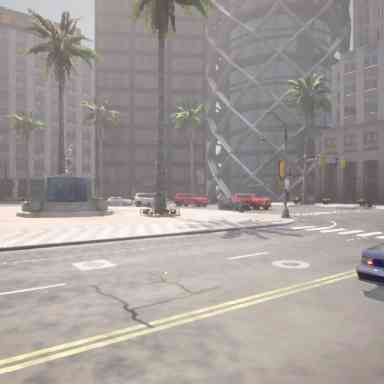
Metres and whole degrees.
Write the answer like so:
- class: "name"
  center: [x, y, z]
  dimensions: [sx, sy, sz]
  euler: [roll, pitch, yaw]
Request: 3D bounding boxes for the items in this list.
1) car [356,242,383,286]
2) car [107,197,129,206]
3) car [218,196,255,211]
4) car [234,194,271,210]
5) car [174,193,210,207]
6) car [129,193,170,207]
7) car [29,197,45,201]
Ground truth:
- class: "car"
  center: [6.197, 1.547, 8.193]
  dimensions: [5.357, 1.411, 2.033]
  euler: [0, 0, -35]
- class: "car"
  center: [-12.040, 1.526, 54.824]
  dimensions: [4.674, 1.442, 1.812]
  euler: [0, 0, 10]
- class: "car"
  center: [5.098, 1.564, 40.692]
  dimensions: [1.994, 1.385, 4.181]
  euler: [0, 0, -39]
- class: "car"
  center: [7.629, 1.221, 43.192]
  dimensions: [2.150, 2.045, 5.566]
  euler: [0, 0, -38]
- class: "car"
  center: [-0.069, 1.221, 50.099]
  dimensions: [5.566, 2.045, 2.150]
  euler: [0, 0, 32]
- class: "car"
  center: [-5.989, 1.214, 49.509]
  dimensions: [5.566, 2.045, 2.150]
  euler: [1, 1, 22]
- class: "car"
  center: [-27.984, 1.564, 61.633]
  dimensions: [4.181, 1.385, 1.994]
  euler: [0, 0, -10]
